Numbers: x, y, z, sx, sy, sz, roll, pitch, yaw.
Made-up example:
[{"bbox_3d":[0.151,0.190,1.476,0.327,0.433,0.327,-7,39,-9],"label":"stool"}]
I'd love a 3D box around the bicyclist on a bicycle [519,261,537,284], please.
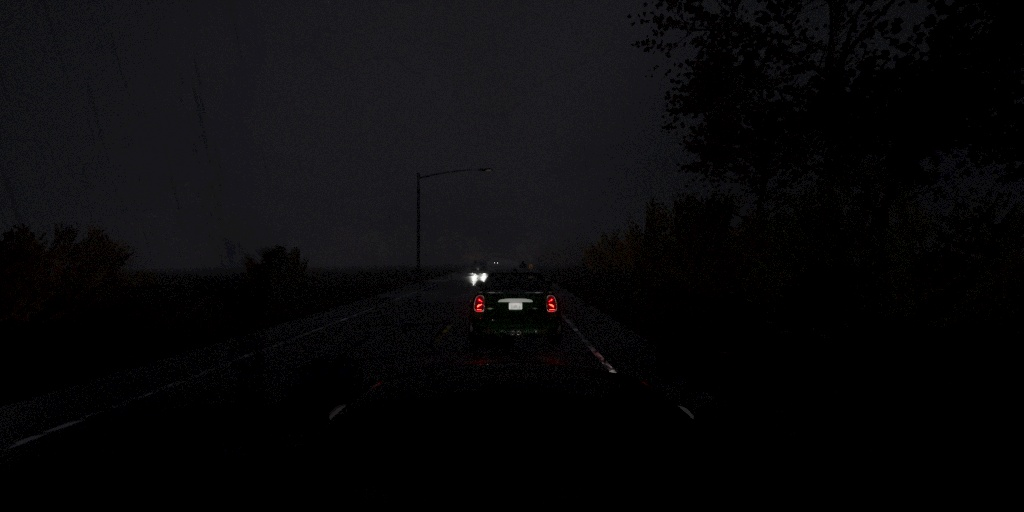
[{"bbox_3d":[0.892,1.187,17.201,0.866,1.612,1.509,0,0,0],"label":"bicyclist on a bicycle"}]

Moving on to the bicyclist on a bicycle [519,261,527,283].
[{"bbox_3d":[0.823,1.203,27.318,0.582,1.620,1.656,0,0,0],"label":"bicyclist on a bicycle"}]

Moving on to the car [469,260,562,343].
[{"bbox_3d":[0.067,1.102,9.857,2.097,1.767,4.553,0,0,0],"label":"car"}]
